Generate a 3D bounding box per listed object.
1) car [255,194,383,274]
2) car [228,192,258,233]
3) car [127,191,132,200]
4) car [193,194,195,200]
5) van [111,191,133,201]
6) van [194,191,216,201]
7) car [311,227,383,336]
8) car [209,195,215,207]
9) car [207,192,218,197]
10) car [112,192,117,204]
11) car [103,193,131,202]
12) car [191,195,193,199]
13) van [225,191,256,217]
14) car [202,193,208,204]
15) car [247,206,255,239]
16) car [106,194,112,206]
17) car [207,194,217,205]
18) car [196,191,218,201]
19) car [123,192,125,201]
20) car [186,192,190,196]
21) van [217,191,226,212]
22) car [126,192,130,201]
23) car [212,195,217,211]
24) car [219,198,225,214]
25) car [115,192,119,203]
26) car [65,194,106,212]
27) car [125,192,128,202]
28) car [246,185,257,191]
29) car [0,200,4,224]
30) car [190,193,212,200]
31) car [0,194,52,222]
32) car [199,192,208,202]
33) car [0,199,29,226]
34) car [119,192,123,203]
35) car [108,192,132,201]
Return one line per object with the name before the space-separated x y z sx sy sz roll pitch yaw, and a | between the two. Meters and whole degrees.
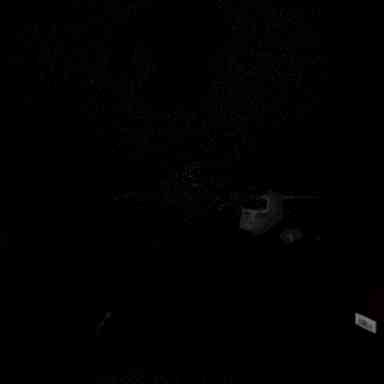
car | 4.772 1.184 8.583 5.566 2.045 2.435 1 0 -20
car | 4.766 1.152 14.592 5.566 2.045 2.435 1 0 -20
car | -14.852 1.162 65.853 5.366 1.575 1.946 -1 0 -24
car | 3.322 1.155 65.844 4.674 1.452 2.002 1 0 -24
van | -15.682 0.896 74.673 4.442 1.987 1.878 -1 0 -25
van | 2.750 0.855 71.812 4.442 1.987 1.878 1 1 -25
car | 4.720 1.481 5.552 4.792 1.488 2.163 1 1 -20
car | 4.683 1.304 32.644 5.008 1.535 2.097 1 1 -21
car | 4.559 1.144 38.680 4.553 1.767 2.185 1 0 -22
car | -13.949 1.256 48.036 5.008 1.535 2.097 -1 1 -22
car | -15.424 1.153 68.646 5.366 1.575 1.946 -1 1 -24
car | 3.105 1.100 68.854 4.892 1.521 2.231 1 1 -25
van | 4.628 1.144 20.547 4.442 1.987 1.878 1 1 -20
car | 4.424 1.235 44.727 5.008 1.535 2.097 1 0 -22
car | 4.745 1.419 11.574 5.008 1.535 2.097 1 1 -20
car | -13.813 1.300 45.094 4.792 1.488 2.163 -1 0 -22
car | 4.623 1.288 35.662 4.892 1.521 2.231 1 0 -21
car | 4.045 0.932 53.763 5.566 2.045 2.435 1 1 -23
car | -14.380 1.086 56.919 4.553 1.767 2.185 -1 1 -23
car | 2.134 1.044 77.799 5.366 1.575 1.946 0 1 -26
van | 4.611 1.111 26.572 4.442 1.987 1.878 1 1 -20
car | -14.794 1.223 62.819 4.674 1.452 2.002 -1 1 -24
car | 4.871 1.320 29.701 5.366 1.575 1.946 1 0 -21
car | 4.753 1.384 23.618 4.792 1.488 2.163 1 0 -20
car | -14.122 1.117 50.987 4.553 1.767 2.185 -1 0 -22
car | -13.774 1.316 42.100 4.792 1.488 2.163 -1 1 -22
car | -14.588 1.237 59.865 4.674 1.452 2.002 -1 1 -24
car | 16.804 -0.317 93.059 2.002 1.452 4.674 -7 4 -31
car | -13.488 1.438 18.353 4.792 1.488 2.163 -1 1 -20
car | 2.185 1.067 80.860 4.792 1.488 2.163 0 0 -26
car | -13.505 1.126 24.304 5.566 2.045 2.435 -1 1 -20
car | 4.212 1.201 50.761 5.008 1.535 2.097 1 1 -23
car | -13.442 1.422 21.357 4.792 1.488 2.163 -1 0 -20
car | -14.409 1.227 53.878 5.366 1.575 1.946 -1 1 -23
car | -15.480 1.013 71.686 4.553 1.767 2.185 -1 1 -25
